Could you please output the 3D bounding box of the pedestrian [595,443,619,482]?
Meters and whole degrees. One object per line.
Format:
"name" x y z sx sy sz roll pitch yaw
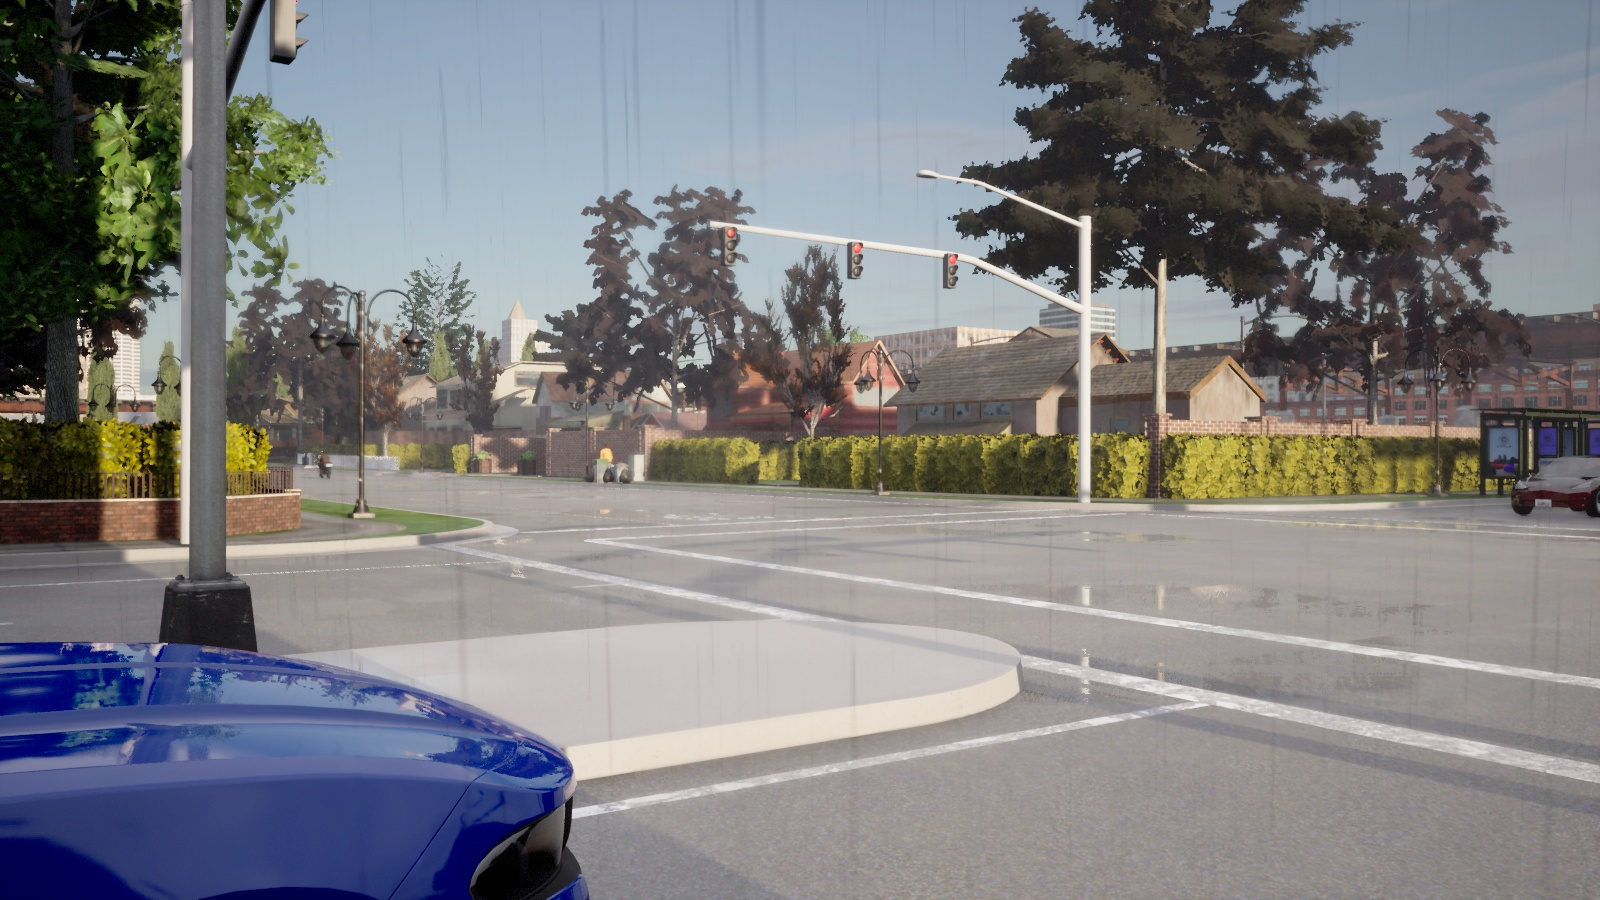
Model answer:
"pedestrian" -9.221 0.576 59.969 0.874 1.855 0.900 0 0 -33

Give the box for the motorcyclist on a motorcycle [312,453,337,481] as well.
"motorcyclist on a motorcycle" -26.208 0.948 69.218 0.797 1.523 2.044 0 0 -35

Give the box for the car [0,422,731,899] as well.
"car" -2.727 0.733 1.760 5.008 1.535 1.882 0 0 -35

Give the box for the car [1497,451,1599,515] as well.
"car" 19.779 0.780 31.474 4.792 1.488 2.163 0 0 -35
